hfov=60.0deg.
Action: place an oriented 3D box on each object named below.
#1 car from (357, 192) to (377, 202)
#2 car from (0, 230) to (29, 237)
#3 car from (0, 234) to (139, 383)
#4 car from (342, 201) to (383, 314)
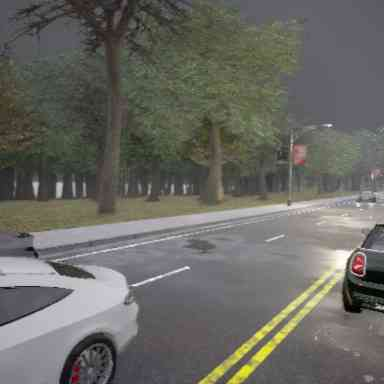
[{"bbox_3d":[24.210,0.673,45.896,1.812,1.442,4.674,2,2,36],"label":"car"},{"bbox_3d":[-4.833,1.236,4.982,2.128,1.511,4.902,2,2,35],"label":"car"},{"bbox_3d":[-2.452,1.384,2.740,1.812,1.442,4.674,2,2,35],"label":"car"},{"bbox_3d":[4.552,1.254,6.689,2.097,1.767,4.553,2,2,35],"label":"car"}]
